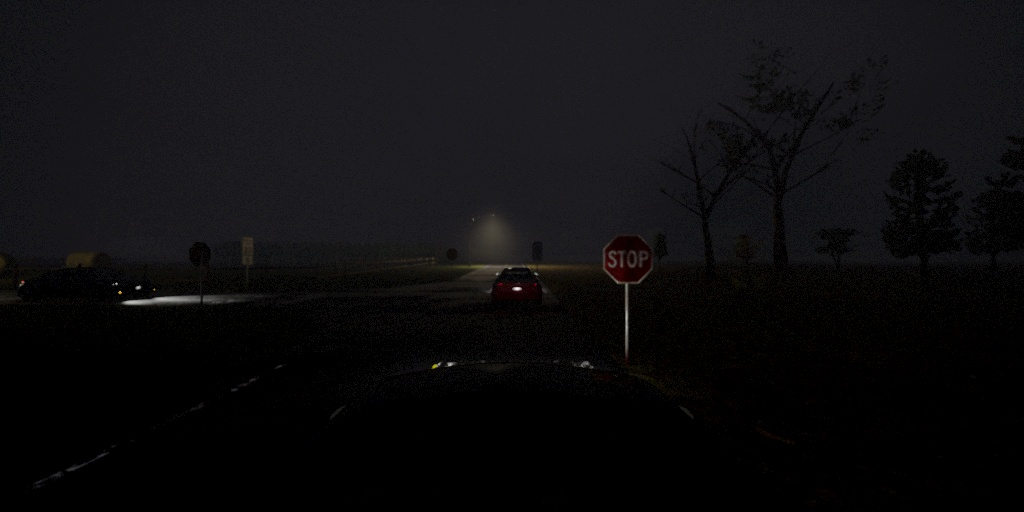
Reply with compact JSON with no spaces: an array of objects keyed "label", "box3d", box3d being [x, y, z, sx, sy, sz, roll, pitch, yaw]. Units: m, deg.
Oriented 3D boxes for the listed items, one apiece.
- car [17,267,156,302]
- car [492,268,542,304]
[{"label":"car","box3d":[-17.944,1.168,15.276,4.181,1.385,1.994,0,-1,-1]},{"label":"car","box3d":[0.211,1.200,15.567,1.994,1.385,4.181,0,0,0]}]
